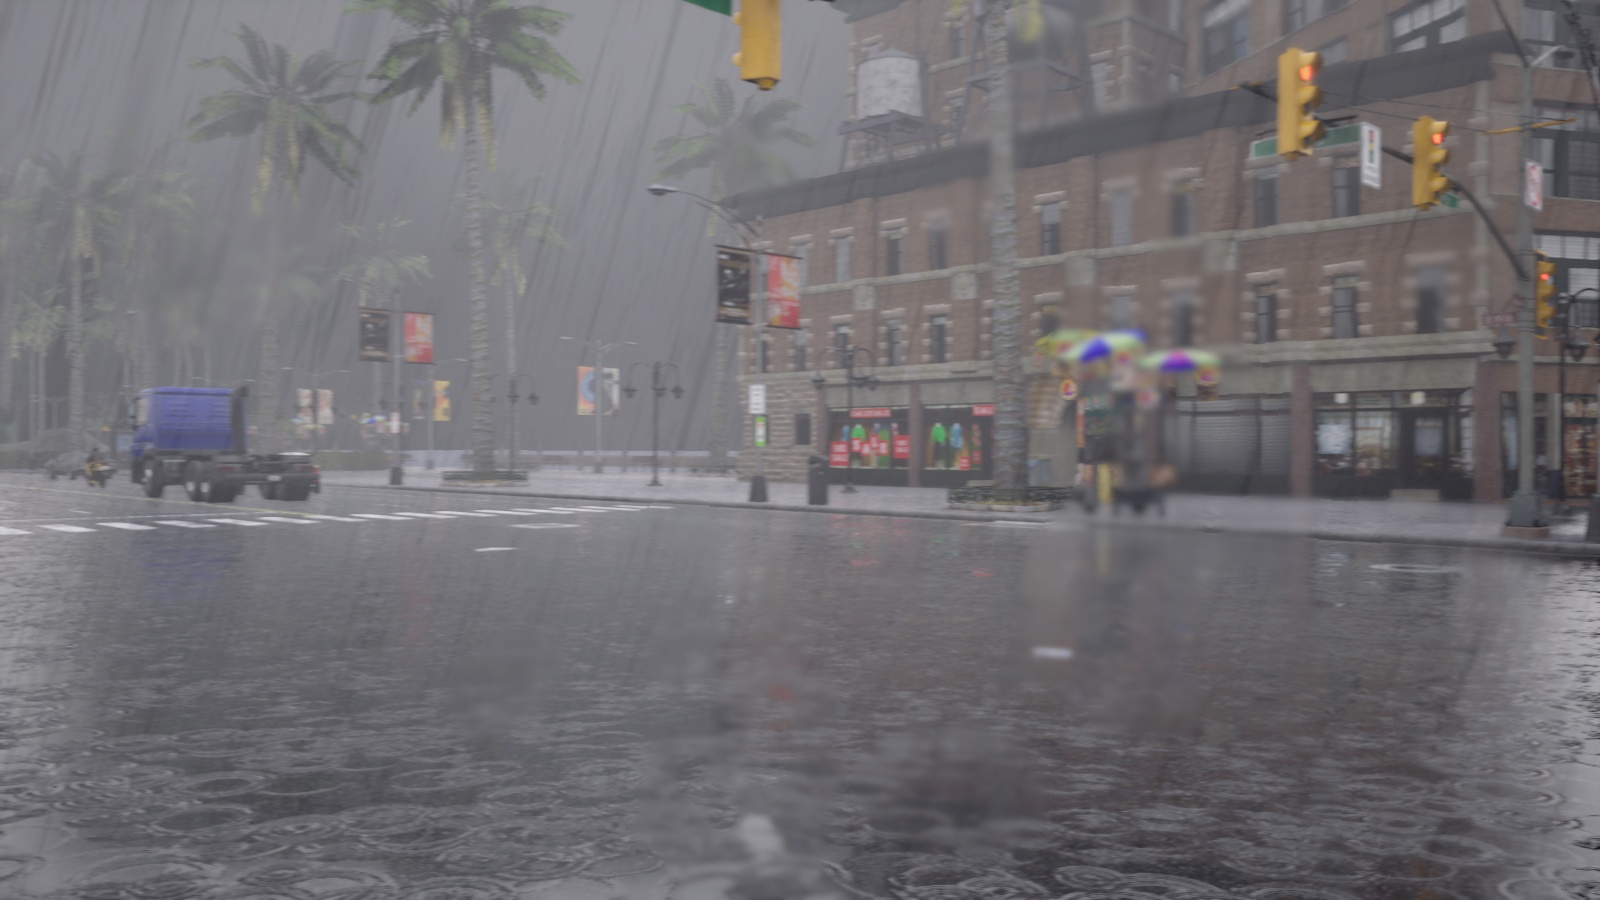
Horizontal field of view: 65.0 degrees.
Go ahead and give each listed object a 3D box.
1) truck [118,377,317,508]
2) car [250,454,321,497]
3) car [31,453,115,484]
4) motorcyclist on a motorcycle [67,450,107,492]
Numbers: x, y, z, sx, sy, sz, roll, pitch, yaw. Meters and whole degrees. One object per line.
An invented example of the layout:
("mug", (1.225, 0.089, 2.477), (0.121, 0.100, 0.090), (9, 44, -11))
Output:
("truck", (-17.372, -0.207, 37.129), (2.891, 3.462, 7.936), (0, 0, -44))
("car", (-17.231, 0.830, 42.014), (1.481, 1.376, 2.207), (0, 0, -44))
("car", (-34.679, 0.844, 59.805), (5.357, 1.411, 2.033), (0, 0, 44))
("motorcyclist on a motorcycle", (-26.367, 0.767, 46.430), (0.797, 1.523, 2.044), (0, 0, -44))
